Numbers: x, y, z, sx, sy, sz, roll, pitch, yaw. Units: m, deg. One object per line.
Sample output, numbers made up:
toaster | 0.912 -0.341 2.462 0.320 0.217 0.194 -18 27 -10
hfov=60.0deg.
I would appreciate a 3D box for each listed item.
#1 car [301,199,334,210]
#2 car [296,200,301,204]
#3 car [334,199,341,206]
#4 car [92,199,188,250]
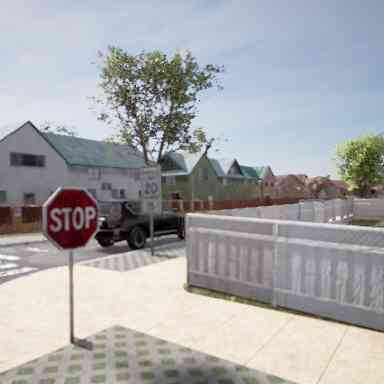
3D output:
car | 15.276 1.590 40.464 2.097 1.767 4.553 -2 -1 35
car | 15.539 1.812 45.783 2.128 1.511 4.902 -2 -1 35
car | 21.007 1.757 48.881 1.882 1.535 5.008 -2 -1 35
car | -2.128 1.333 15.251 2.150 2.045 5.566 -2 -1 35
